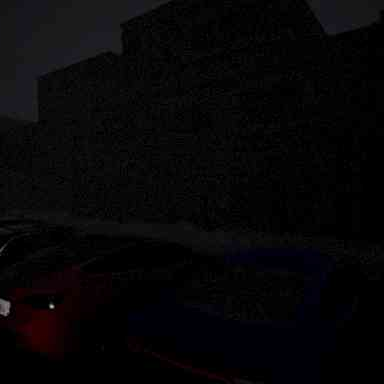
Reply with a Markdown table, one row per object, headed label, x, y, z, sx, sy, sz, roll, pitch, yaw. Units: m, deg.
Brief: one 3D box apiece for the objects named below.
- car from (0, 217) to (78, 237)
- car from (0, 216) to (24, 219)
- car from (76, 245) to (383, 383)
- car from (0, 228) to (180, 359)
| label | x | y | z | sx | sy | sz | roll | pitch | yaw |
| --- | --- | --- | --- | --- | --- | --- | --- | --- | --- |
| car | -3.351 | 1.481 | 7.734 | 2.231 | 1.521 | 4.892 | 0 | 0 | 35 |
| car | -5.608 | 1.480 | 9.357 | 2.097 | 1.535 | 5.008 | 0 | 0 | 35 |
| car | 1.277 | 1.480 | 4.436 | 2.097 | 1.535 | 5.008 | 0 | 0 | 35 |
| car | -1.068 | 1.508 | 6.150 | 2.163 | 1.488 | 4.792 | 0 | 0 | 35 |
